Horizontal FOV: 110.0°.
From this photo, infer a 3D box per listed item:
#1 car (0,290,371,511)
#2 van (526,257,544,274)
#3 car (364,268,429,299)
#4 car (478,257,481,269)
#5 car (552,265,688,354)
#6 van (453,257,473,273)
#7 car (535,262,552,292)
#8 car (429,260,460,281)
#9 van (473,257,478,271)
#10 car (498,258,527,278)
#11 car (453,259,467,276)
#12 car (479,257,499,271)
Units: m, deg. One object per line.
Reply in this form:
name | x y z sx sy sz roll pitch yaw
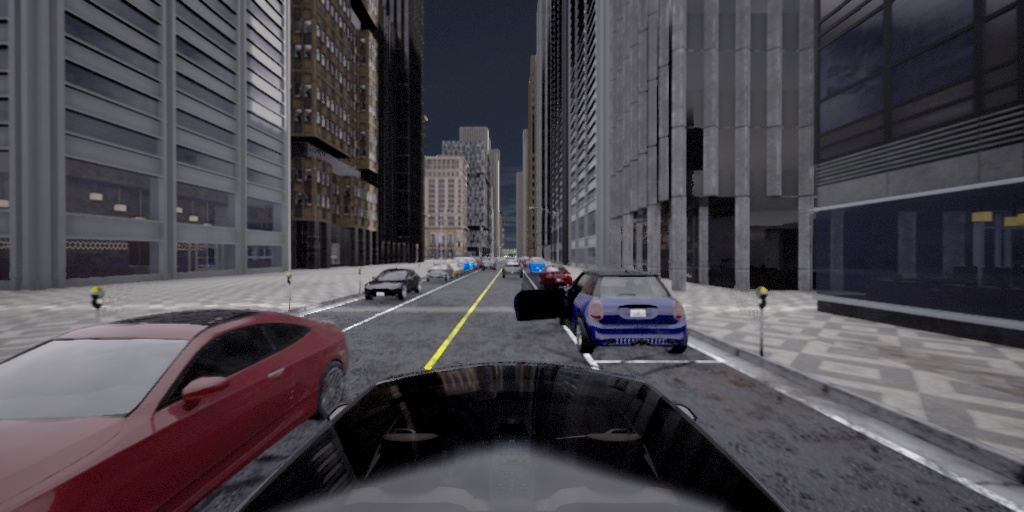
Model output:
car | -3.100 1.274 3.130 1.812 1.442 4.674 0 0 0
van | 2.768 1.051 40.408 1.690 1.789 3.998 0 0 0
car | -5.761 1.299 17.842 1.948 1.339 4.313 0 0 0
car | -5.756 1.138 51.686 1.967 1.591 4.097 0 0 0
car | 2.390 1.095 8.919 2.097 1.767 4.553 0 0 0
van | -5.758 1.051 40.405 1.690 1.789 3.998 0 0 0
car | 2.765 1.273 23.486 1.888 1.381 4.507 0 0 0
car | -5.759 1.272 29.123 2.007 1.370 4.403 0 0 0
van | -5.757 1.045 46.045 1.690 1.789 3.998 0 0 0
car | 0.058 1.208 33.397 2.128 1.511 4.902 0 0 1
car | -5.758 1.241 34.594 1.751 1.417 4.829 0 0 0
car | -2.994 1.250 48.043 1.837 1.490 4.892 0 0 0
